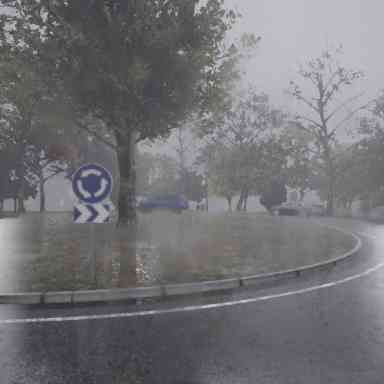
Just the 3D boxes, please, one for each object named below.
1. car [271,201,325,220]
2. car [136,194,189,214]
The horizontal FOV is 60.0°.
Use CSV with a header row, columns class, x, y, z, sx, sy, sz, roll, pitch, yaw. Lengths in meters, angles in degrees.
class,x,y,z,sx,sy,sz,roll,pitch,yaw
car,8.927,1.490,28.384,2.128,1.511,4.902,0,0,-32
car,-3.103,1.218,35.352,5.566,2.045,2.150,0,0,4
